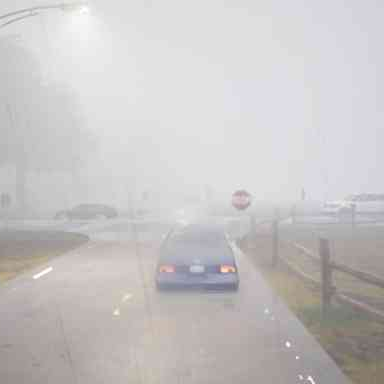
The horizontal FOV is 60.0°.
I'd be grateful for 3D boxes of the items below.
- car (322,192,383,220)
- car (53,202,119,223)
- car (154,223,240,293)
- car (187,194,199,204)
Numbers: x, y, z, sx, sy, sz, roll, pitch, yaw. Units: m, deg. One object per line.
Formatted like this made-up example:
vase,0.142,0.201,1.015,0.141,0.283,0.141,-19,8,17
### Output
car,13.031,1.039,25.613,5.566,2.045,2.150,-1,1,-1
car,-8.159,1.563,25.777,4.892,1.490,1.837,-1,1,0
car,0.098,1.544,8.951,2.033,1.411,5.357,0,0,0
car,0.113,1.314,65.806,2.150,2.045,5.566,0,0,0
